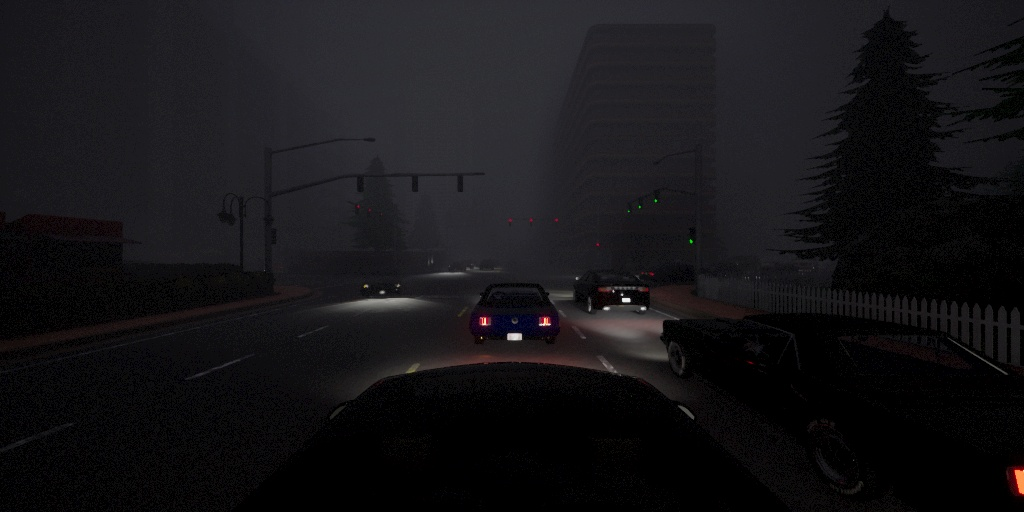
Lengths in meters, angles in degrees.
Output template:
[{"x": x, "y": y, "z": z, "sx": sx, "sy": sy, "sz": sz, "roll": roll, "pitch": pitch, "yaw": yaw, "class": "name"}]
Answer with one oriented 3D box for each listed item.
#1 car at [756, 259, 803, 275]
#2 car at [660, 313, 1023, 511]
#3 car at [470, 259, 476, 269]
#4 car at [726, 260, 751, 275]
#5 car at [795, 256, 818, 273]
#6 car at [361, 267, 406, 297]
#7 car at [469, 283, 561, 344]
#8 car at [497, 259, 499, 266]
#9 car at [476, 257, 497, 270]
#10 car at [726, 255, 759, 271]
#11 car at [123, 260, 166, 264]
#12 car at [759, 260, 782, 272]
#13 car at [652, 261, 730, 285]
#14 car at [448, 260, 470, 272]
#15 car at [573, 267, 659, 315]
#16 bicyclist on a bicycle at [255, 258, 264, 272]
[{"x": 27.901, "y": 1.295, "z": 37.404, "sx": 4.718, "sy": 1.301, "sz": 1.895, "roll": 0, "pitch": 0, "yaw": -31, "class": "car"}, {"x": 3.599, "y": 1.351, "z": 4.381, "sx": 1.895, "sy": 1.301, "sz": 4.718, "roll": 0, "pitch": 0, "yaw": 0, "class": "car"}, {"x": -7.120, "y": 1.297, "z": 56.717, "sx": 2.033, "sy": 1.411, "sz": 5.357, "roll": 0, "pitch": 0, "yaw": 0, "class": "car"}, {"x": 19.554, "y": 1.295, "z": 33.638, "sx": 4.718, "sy": 1.301, "sz": 1.895, "roll": 0, "pitch": 0, "yaw": -18, "class": "car"}, {"x": 35.546, "y": 0.916, "z": 43.446, "sx": 2.150, "sy": 2.045, "sz": 5.566, "roll": 0, "pitch": 0, "yaw": 44, "class": "car"}, {"x": -6.746, "y": 1.287, "z": 19.306, "sx": 2.033, "sy": 1.411, "sz": 5.357, "roll": 0, "pitch": 0, "yaw": -16, "class": "car"}, {"x": 0.070, "y": 1.351, "z": 9.494, "sx": 1.895, "sy": 1.301, "sz": 4.718, "roll": 0, "pitch": 0, "yaw": 0, "class": "car"}, {"x": -3.605, "y": 1.255, "z": 62.062, "sx": 1.837, "sy": 1.490, "sz": 4.892, "roll": 0, "pitch": 0, "yaw": 0, "class": "car"}, {"x": -3.622, "y": 1.228, "z": 51.963, "sx": 1.882, "sy": 1.535, "sz": 5.008, "roll": 0, "pitch": 0, "yaw": 0, "class": "car"}, {"x": 25.629, "y": 0.916, "z": 40.092, "sx": 5.566, "sy": 2.045, "sz": 2.150, "roll": 0, "pitch": 0, "yaw": -31, "class": "car"}, {"x": -24.565, "y": 1.046, "z": 24.273, "sx": 4.553, "sy": 1.767, "sz": 2.097, "roll": 0, "pitch": 0, "yaw": 0, "class": "car"}, {"x": 33.357, "y": 1.220, "z": 46.216, "sx": 1.812, "sy": 1.442, "sz": 4.674, "roll": 0, "pitch": 0, "yaw": 42, "class": "car"}, {"x": 11.716, "y": 1.239, "z": 24.837, "sx": 5.357, "sy": 1.411, "sz": 2.033, "roll": 0, "pitch": 0, "yaw": -5, "class": "car"}, {"x": -7.123, "y": 1.351, "z": 47.066, "sx": 1.895, "sy": 1.301, "sz": 4.718, "roll": 0, "pitch": 0, "yaw": 0, "class": "car"}, {"x": 3.581, "y": 1.228, "z": 13.702, "sx": 1.882, "sy": 1.535, "sz": 5.008, "roll": 0, "pitch": 0, "yaw": 0, "class": "car"}, {"x": -27.907, "y": 0.996, "z": 39.730, "sx": 0.582, "sy": 1.620, "sz": 1.656, "roll": 0, "pitch": 0, "yaw": 0, "class": "bicyclist on a bicycle"}]
